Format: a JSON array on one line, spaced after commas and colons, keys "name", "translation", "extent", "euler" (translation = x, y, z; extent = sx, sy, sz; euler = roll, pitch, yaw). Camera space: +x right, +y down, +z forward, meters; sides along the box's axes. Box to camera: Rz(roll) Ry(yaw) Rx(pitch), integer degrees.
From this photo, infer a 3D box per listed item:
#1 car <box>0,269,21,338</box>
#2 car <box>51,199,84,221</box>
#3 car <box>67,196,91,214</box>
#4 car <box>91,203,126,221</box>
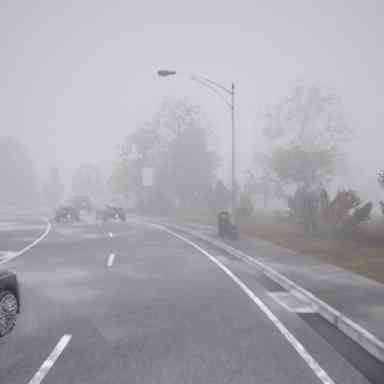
[{"name": "car", "translation": [-3.711, 1.520, 3.723], "extent": [2.128, 1.511, 4.902], "euler": [0, 0, -4]}, {"name": "car", "translation": [-11.084, 1.685, 29.148], "extent": [1.837, 1.490, 4.892], "euler": [1, 0, -27]}, {"name": "car", "translation": [-13.785, 1.484, 39.623], "extent": [2.150, 2.045, 5.566], "euler": [1, -1, -37]}, {"name": "car", "translation": [-7.242, 1.716, 29.321], "extent": [1.837, 1.490, 4.892], "euler": [1, -1, -27]}]
